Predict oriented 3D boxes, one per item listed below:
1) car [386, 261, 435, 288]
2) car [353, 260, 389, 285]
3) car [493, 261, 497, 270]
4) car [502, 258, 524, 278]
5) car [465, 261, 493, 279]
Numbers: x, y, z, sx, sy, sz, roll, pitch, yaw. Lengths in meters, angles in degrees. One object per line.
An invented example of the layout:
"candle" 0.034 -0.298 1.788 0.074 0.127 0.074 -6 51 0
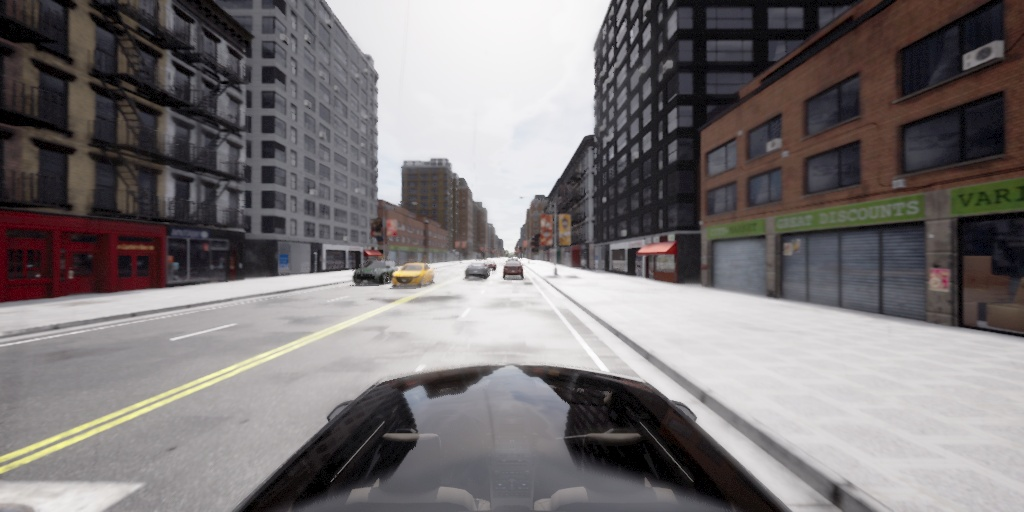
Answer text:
"car" -6.580 1.231 24.374 1.882 1.535 5.008 0 0 0
"car" -9.823 1.106 26.275 2.097 1.767 4.553 0 0 0
"car" -3.132 1.361 51.015 1.895 1.301 4.718 0 0 0
"car" 0.114 1.233 34.317 1.882 1.535 5.008 0 0 0
"car" -3.138 1.319 33.030 1.994 1.385 4.181 0 0 0
